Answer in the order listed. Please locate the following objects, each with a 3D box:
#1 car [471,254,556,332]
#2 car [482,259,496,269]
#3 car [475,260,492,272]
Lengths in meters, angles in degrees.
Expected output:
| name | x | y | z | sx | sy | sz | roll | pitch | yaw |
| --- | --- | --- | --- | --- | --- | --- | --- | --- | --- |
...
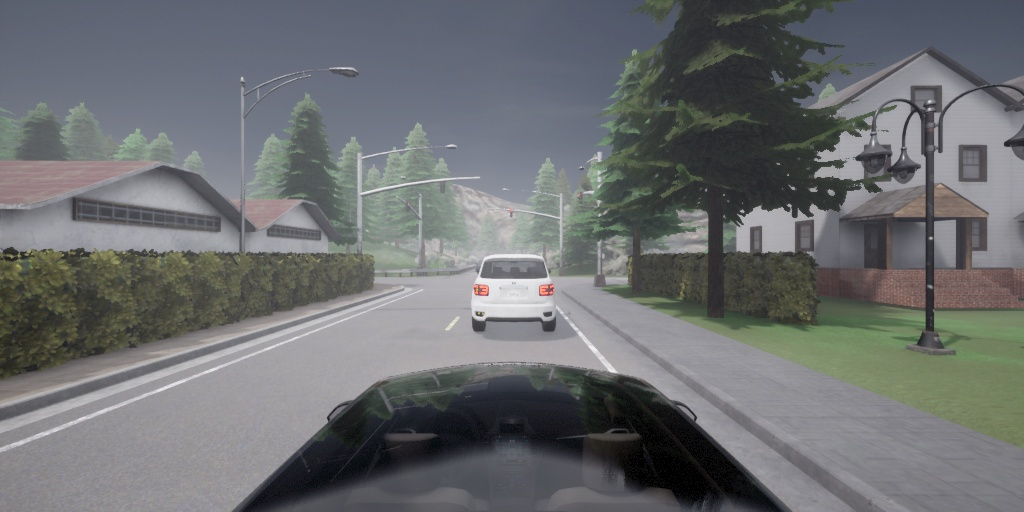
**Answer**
| name | x | y | z | sx | sy | sz | roll | pitch | yaw |
| --- | --- | --- | --- | --- | --- | --- | --- | --- | --- |
| car | 0.061 | 0.971 | 11.023 | 2.150 | 2.045 | 5.566 | 0 | 0 | 0 |
| car | -3.615 | 1.275 | 57.094 | 1.812 | 1.442 | 4.674 | 0 | 0 | 0 |
| car | -3.613 | 1.255 | 46.098 | 1.837 | 1.490 | 4.892 | 0 | 0 | 0 |
